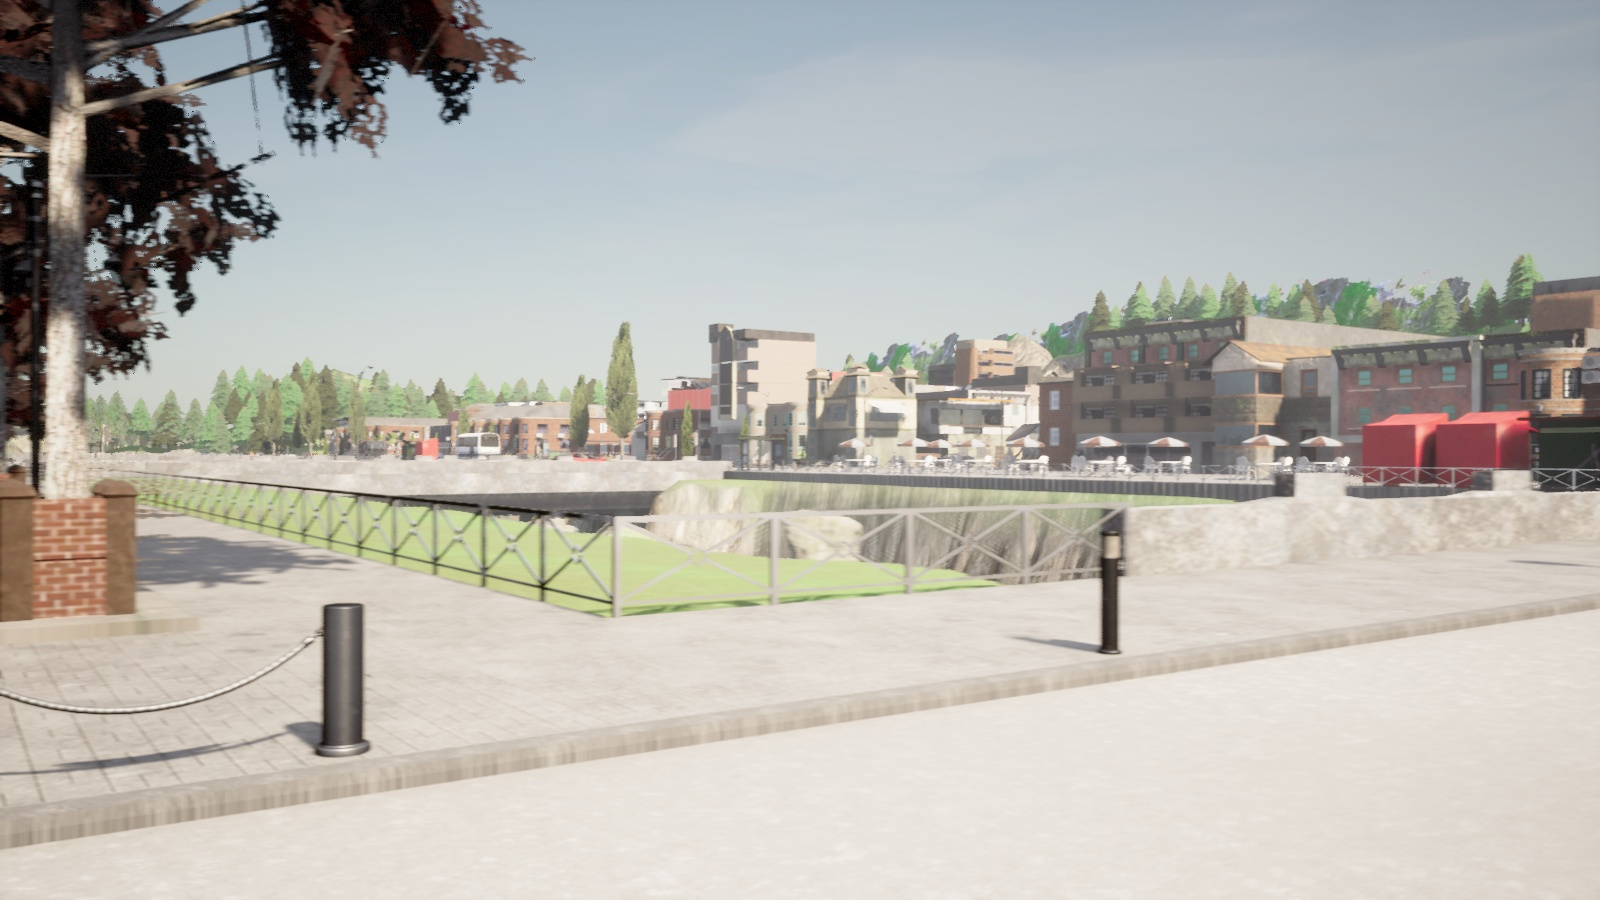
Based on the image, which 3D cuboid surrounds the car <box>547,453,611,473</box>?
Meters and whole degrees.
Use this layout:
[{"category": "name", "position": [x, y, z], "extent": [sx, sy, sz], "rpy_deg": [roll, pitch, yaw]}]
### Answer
[{"category": "car", "position": [-17.151, 0.970, 97.612], "extent": [4.514, 1.525, 2.007], "rpy_deg": [0, 0, -35]}]
